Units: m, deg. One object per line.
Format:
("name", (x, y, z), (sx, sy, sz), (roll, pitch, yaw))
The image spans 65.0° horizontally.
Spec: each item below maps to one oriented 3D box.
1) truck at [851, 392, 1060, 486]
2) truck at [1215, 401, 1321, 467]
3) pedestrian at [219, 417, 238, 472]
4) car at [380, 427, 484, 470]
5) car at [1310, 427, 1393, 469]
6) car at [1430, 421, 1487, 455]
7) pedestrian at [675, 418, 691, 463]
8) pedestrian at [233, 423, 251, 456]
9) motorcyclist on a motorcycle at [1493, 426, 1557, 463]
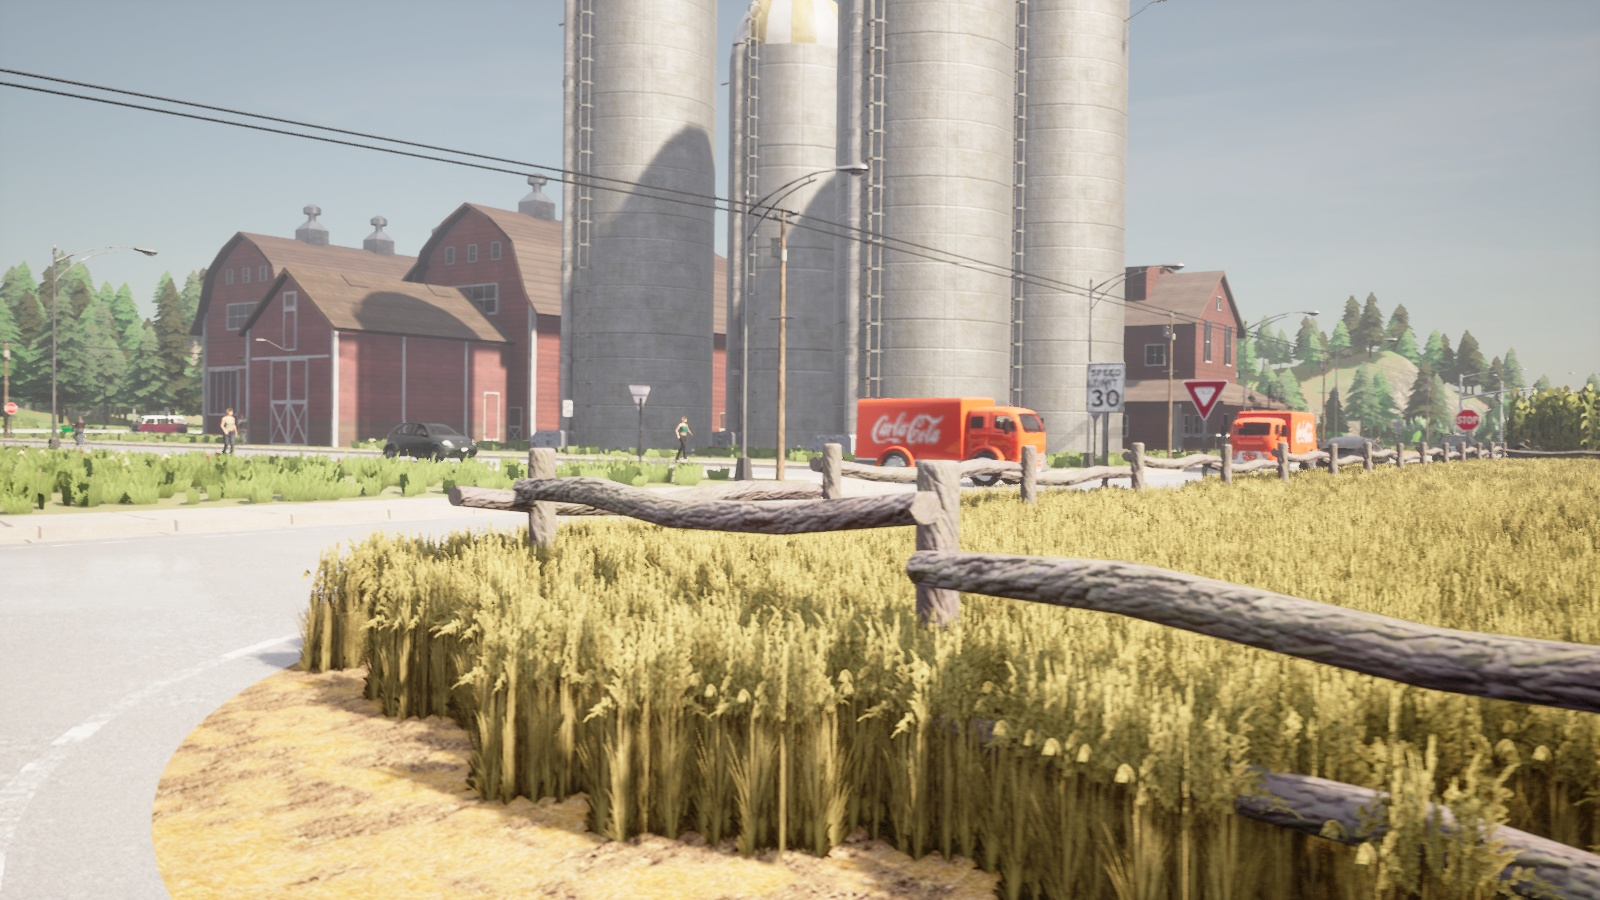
("truck", (4.376, -0.343, 35.593), (5.204, 2.467, 2.627), (0, 2, 34))
("truck", (18.699, -0.651, 50.022), (2.627, 2.467, 5.204), (0, 1, 37))
("pedestrian", (-19.222, -0.184, 42.238), (0.594, 1.836, 0.345), (1, 1, 44))
("car", (-14.548, -0.083, 49.592), (3.988, 1.617, 1.851), (0, 1, 35))
("car", (20.494, -0.114, 46.576), (1.837, 1.490, 4.892), (0, 1, 36))
("car", (35.262, -0.667, 67.201), (2.097, 1.767, 4.553), (0, 1, 36))
("pedestrian", (-4.822, -0.411, 51.685), (0.594, 1.836, 0.345), (0, 1, 37))
("pedestrian", (-32.570, -0.612, 73.240), (0.849, 1.883, 0.563), (0, 1, 33))
("motorcyclist on a motorcycle", (30.830, -0.248, 53.423), (2.191, 1.530, 0.866), (1, 0, 44))
